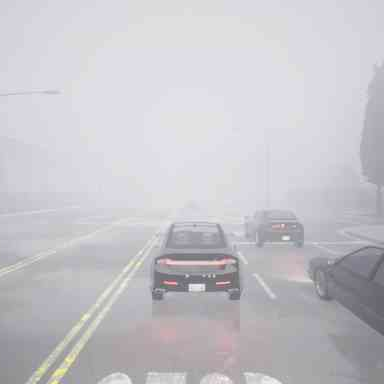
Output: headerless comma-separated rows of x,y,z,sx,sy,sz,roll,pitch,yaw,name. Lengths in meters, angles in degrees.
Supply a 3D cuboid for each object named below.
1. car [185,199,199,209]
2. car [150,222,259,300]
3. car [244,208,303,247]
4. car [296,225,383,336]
-0.008,1.601,44.128,1.895,1.301,4.718,0,0,0,car
0.080,1.492,8.357,2.128,1.511,4.902,0,0,0,car
3.563,1.505,15.058,1.837,1.490,4.892,0,0,0,car
3.587,1.547,5.312,2.033,1.411,5.357,0,0,0,car
